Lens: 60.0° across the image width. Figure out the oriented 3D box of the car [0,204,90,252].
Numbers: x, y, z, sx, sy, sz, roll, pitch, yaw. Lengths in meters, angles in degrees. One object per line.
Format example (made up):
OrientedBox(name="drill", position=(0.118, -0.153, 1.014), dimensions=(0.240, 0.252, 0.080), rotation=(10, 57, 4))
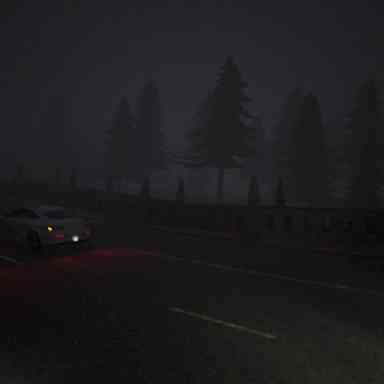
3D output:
OrientedBox(name="car", position=(-5.737, 1.183, 12.369), dimensions=(4.674, 1.442, 1.812), rotation=(4, 2, 35))
